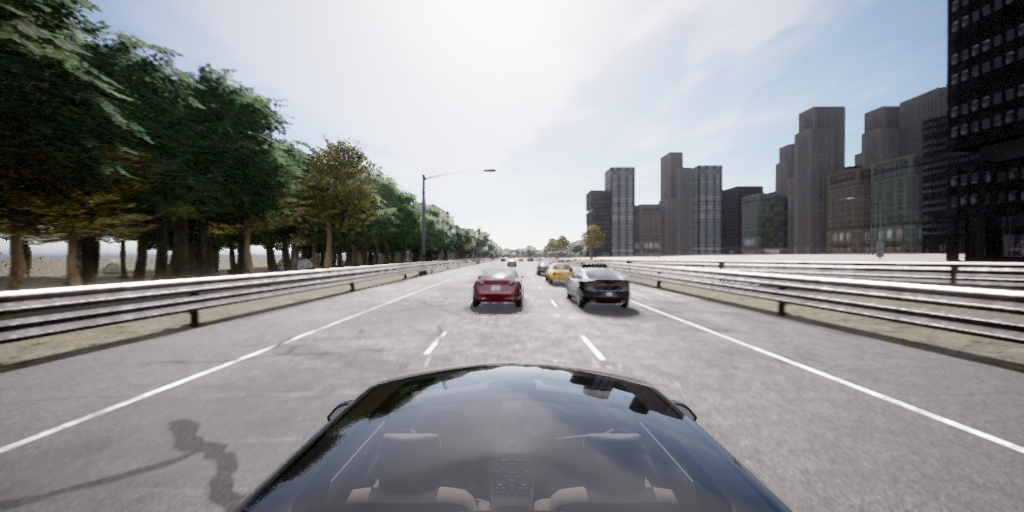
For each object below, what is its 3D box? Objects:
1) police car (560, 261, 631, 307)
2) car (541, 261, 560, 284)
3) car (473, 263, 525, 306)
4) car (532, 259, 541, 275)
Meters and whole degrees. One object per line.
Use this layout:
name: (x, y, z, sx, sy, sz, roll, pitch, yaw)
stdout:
police car: (3.505, 1.166, 15.496, 1.930, 1.638, 5.238, 0, 0, 0)
car: (3.510, 1.180, 26.576, 1.801, 1.575, 5.366, 0, 0, 0)
car: (-0.501, 1.245, 15.810, 2.163, 1.488, 4.792, 0, 0, 2)
car: (3.514, 1.257, 37.387, 2.033, 1.411, 5.357, 0, 0, 0)
